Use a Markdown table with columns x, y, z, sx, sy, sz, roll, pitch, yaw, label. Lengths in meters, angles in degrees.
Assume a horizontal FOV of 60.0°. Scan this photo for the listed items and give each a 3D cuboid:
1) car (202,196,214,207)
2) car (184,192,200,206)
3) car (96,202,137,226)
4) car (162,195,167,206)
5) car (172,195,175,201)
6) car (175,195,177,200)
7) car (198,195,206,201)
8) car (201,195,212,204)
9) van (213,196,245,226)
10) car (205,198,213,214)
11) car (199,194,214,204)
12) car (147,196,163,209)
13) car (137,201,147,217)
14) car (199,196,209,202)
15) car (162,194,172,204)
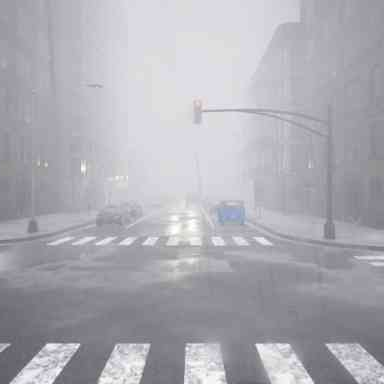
| x | y | z | sx | sy | sz | roll | pitch | yaw | label |
| --- | --- | --- | --- | --- | --- | --- | --- | --- | --- |
| 2.648 | 1.576 | 45.871 | 1.802 | 1.307 | 4.206 | 0 | 0 | 0 | car |
| 0.117 | 1.208 | 56.463 | 2.150 | 2.045 | 5.566 | 0 | 0 | 0 | car |
| -5.383 | 1.549 | 23.139 | 2.008 | 1.369 | 4.403 | 0 | 0 | 0 | car |
| -5.375 | 1.556 | 51.549 | 1.947 | 1.339 | 4.313 | 0 | 0 | 0 | car |
| -5.371 | 1.292 | 68.594 | 2.192 | 1.841 | 5.009 | 0 | 0 | 0 | car |
| -5.369 | 1.409 | 79.958 | 1.967 | 1.590 | 4.097 | 0 | 0 | 0 | car |
| 2.658 | 1.530 | 85.640 | 1.947 | 1.339 | 4.313 | 0 | 0 | 0 | car |
| 2.652 | 1.422 | 62.915 | 1.967 | 1.590 | 4.097 | 0 | 0 | 0 | car |
| 2.642 | 1.340 | 23.146 | 1.690 | 1.788 | 3.998 | 0 | 0 | 0 | van |
| 2.645 | 1.580 | 34.508 | 1.802 | 1.307 | 4.206 | 0 | 0 | 0 | car |
| 2.650 | 1.305 | 51.553 | 2.192 | 1.841 | 5.009 | 0 | 0 | 0 | car |
| -5.377 | 1.519 | 45.697 | 1.752 | 1.417 | 4.829 | 0 | 0 | 0 | car |
| -5.381 | 1.543 | 28.821 | 1.887 | 1.381 | 4.507 | 0 | 0 | 0 | car |
| 2.655 | 1.524 | 74.278 | 2.008 | 1.369 | 4.403 | 0 | 0 | 0 | car |
| -5.373 | 1.547 | 62.912 | 1.947 | 1.339 | 4.313 | 0 | 0 | 0 | car |
